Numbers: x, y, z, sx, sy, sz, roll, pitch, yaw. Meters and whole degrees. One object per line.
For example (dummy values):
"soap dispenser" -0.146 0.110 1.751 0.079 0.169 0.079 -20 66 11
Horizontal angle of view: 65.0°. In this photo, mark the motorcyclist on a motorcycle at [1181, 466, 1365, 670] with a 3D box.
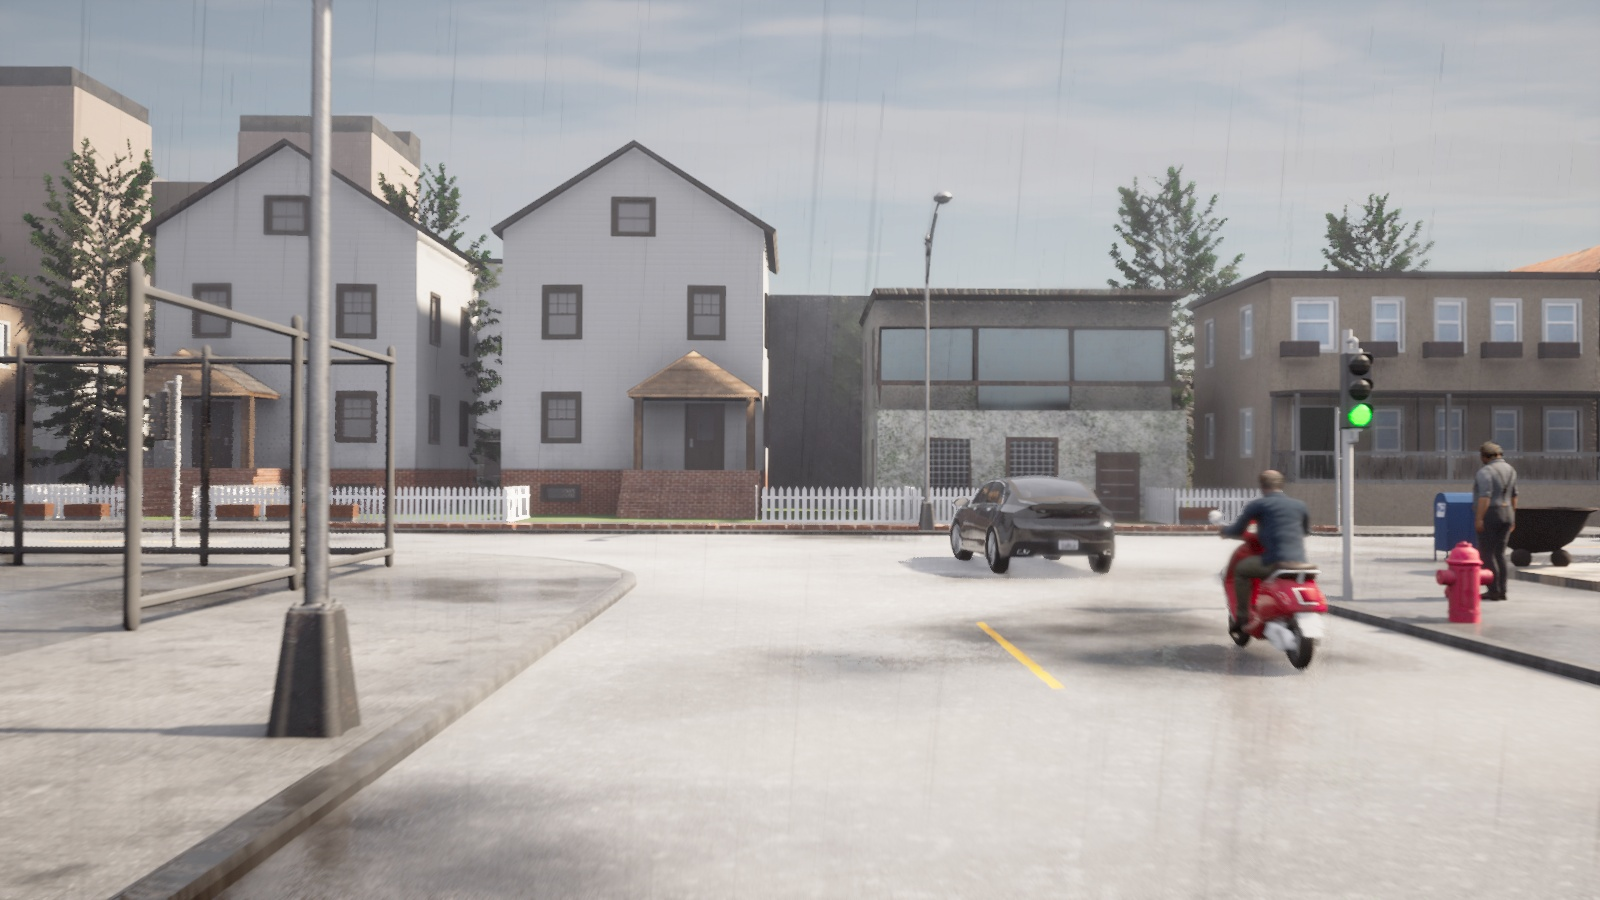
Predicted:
"motorcyclist on a motorcycle" 3.966 0.934 10.717 0.866 1.590 1.817 0 -1 0

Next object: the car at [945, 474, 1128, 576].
"car" 3.786 1.162 21.063 1.837 1.490 4.892 0 -1 -4

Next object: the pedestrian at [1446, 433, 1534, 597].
"pedestrian" 7.995 0.735 14.565 0.540 1.848 0.694 0 -1 -18
